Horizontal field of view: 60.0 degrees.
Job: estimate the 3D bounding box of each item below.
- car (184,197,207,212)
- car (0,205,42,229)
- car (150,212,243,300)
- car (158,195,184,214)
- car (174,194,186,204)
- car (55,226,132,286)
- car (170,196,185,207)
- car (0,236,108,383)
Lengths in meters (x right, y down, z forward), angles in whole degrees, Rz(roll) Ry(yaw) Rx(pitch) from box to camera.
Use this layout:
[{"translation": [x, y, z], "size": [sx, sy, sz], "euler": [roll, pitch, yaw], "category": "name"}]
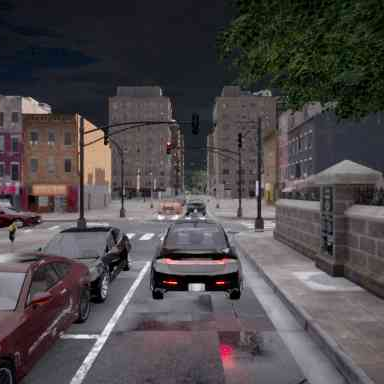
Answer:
[{"translation": [0.415, 1.499, 33.863], "size": [1.837, 1.490, 4.892], "euler": [1, 0, 1], "category": "car"}, {"translation": [-12.194, 1.594, 21.108], "size": [5.008, 1.535, 1.882], "euler": [-1, 0, 0], "category": "car"}, {"translation": [0.093, 1.492, 8.379], "size": [2.128, 1.511, 4.902], "euler": [0, 0, 0], "category": "car"}, {"translation": [-2.287, 1.346, 34.776], "size": [2.097, 1.767, 4.553], "euler": [0, 0, 1], "category": "car"}, {"translation": [-2.212, 1.340, 63.825], "size": [2.097, 1.767, 4.553], "euler": [0, 0, 0], "category": "car"}, {"translation": [-2.629, 1.566, 8.200], "size": [1.947, 1.339, 4.313], "euler": [0, 0, 0], "category": "car"}, {"translation": [-2.247, 1.482, 53.570], "size": [2.128, 1.511, 4.902], "euler": [0, 0, 0], "category": "car"}, {"translation": [-2.632, 1.582, 4.538], "size": [1.802, 1.307, 4.206], "euler": [0, 0, 0], "category": "car"}]
